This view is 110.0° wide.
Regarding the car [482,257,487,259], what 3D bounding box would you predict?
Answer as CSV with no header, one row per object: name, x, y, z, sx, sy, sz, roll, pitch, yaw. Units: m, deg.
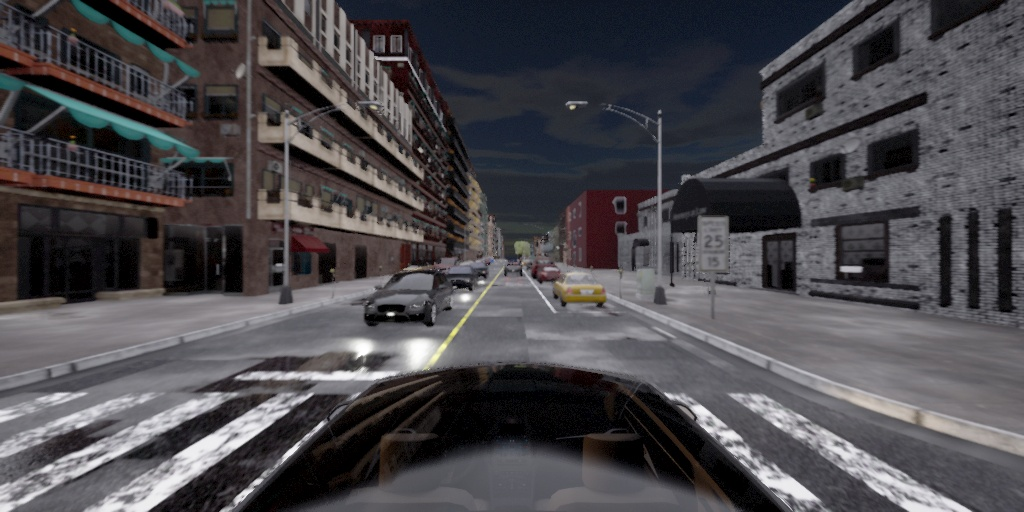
car,-5.635,1.291,59.407,1.888,1.381,4.507,0,0,0

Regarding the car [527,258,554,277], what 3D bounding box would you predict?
car,2.720,1.046,31.703,2.192,1.841,5.009,0,0,0

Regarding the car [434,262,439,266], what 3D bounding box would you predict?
car,-5.673,1.251,20.462,1.751,1.417,4.829,0,0,0

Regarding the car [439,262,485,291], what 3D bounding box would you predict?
car,-3.061,1.275,21.909,2.033,1.411,5.357,0,0,0

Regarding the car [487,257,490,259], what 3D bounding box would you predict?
car,-5.629,1.192,64.945,1.967,1.591,4.097,0,0,0

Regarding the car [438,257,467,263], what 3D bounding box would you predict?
car,-5.661,1.042,31.711,2.192,1.841,5.009,0,0,0

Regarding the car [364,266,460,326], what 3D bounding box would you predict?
car,-3.085,1.233,11.594,1.837,1.490,4.892,0,0,0

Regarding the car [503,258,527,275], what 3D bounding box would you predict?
car,0.135,1.224,37.583,2.128,1.511,4.902,0,0,0

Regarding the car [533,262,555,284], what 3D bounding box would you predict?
car,2.714,1.312,26.164,1.802,1.307,4.207,0,0,0

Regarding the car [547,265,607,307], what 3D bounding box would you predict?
car,2.704,1.256,15.256,1.751,1.417,4.829,0,0,0

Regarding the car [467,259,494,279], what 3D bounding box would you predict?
car,-3.042,1.276,32.582,2.033,1.411,5.357,0,0,0
